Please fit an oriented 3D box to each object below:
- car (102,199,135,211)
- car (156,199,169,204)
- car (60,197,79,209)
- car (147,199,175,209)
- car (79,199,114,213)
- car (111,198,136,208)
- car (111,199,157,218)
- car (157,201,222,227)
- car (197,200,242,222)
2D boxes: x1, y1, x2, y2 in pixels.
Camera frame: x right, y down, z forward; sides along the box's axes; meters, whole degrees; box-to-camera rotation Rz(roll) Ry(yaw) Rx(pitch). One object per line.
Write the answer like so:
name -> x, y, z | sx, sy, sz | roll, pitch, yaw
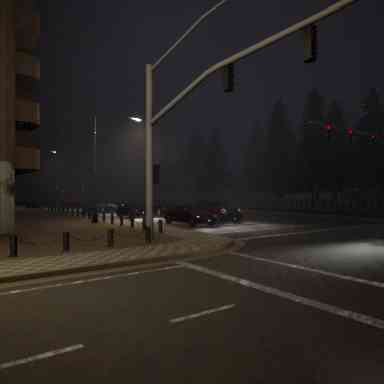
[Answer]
car -> -9.390, 1.602, 42.141 | 2.033, 1.411, 5.357 | 0, 0, -35
car -> -3.342, 1.546, 33.734 | 2.128, 1.511, 4.902 | 0, 0, -36
car -> -17.256, 1.533, 47.131 | 1.882, 1.535, 5.008 | 0, 0, -35
car -> -4.492, 1.655, 47.634 | 1.895, 1.301, 4.718 | 0, 0, -36
car -> -11.146, 1.656, 38.586 | 1.895, 1.301, 4.718 | 0, 0, -36
car -> -10.233, 1.655, 49.626 | 1.895, 1.301, 4.718 | 0, 0, -36
car -> -5.403, 1.619, 30.602 | 1.994, 1.385, 4.181 | 0, 0, -36
car -> -0.286, 1.581, 23.533 | 1.812, 1.442, 4.674 | 0, 0, -37
car -> 1.895, 1.407, 26.465 | 2.097, 1.767, 4.553 | 0, 0, -36
